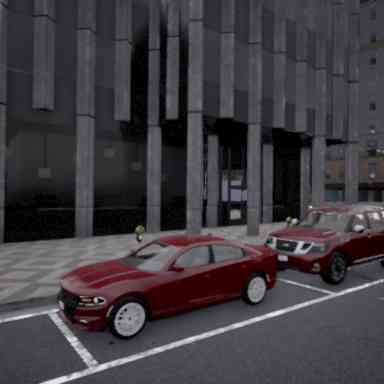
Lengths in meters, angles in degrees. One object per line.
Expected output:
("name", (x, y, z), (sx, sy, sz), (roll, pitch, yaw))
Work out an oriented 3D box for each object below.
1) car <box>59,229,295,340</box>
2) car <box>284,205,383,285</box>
("car", (-0.232, 1.560, 6.584), (4.507, 1.381, 1.887), (0, 0, -35))
("car", (4.354, 1.356, 9.843), (5.009, 1.841, 2.192), (0, 0, -35))
